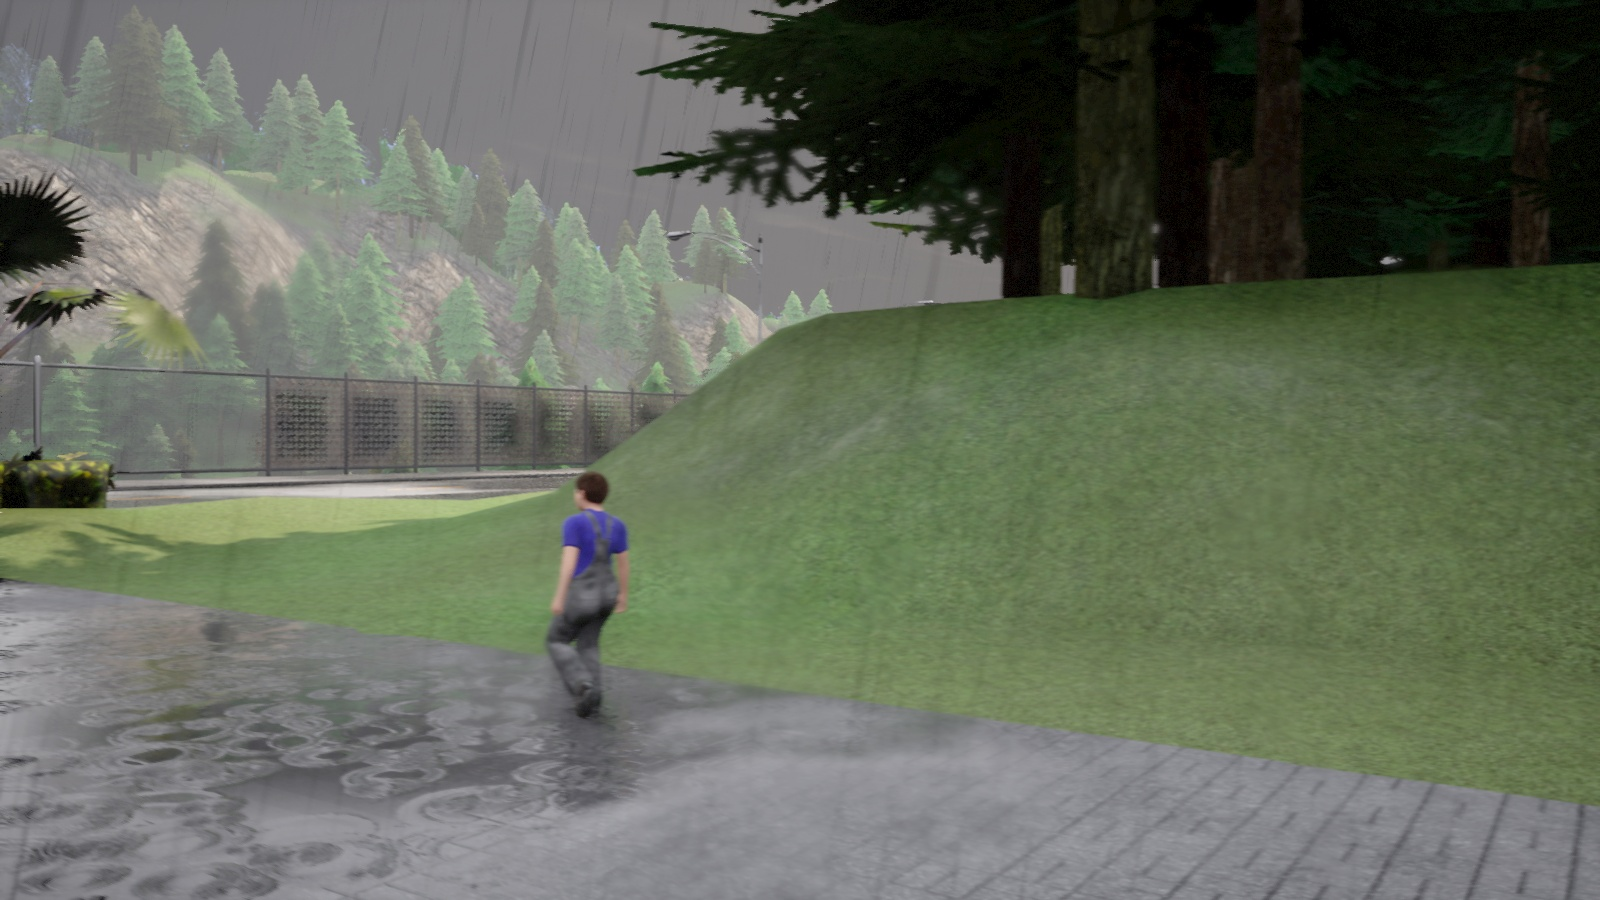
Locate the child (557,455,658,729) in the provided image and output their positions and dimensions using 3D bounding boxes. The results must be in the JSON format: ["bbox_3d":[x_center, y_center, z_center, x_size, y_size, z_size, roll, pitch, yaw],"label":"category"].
[{"bbox_3d":[-0.934,0.659,6.064,0.270,1.263,0.437,-1,1,-42],"label":"child"}]
